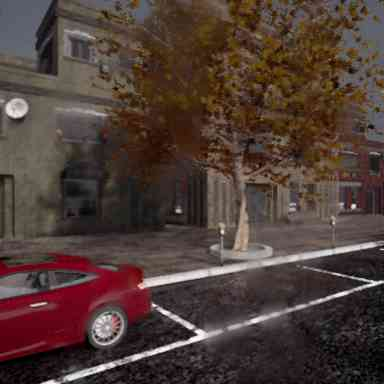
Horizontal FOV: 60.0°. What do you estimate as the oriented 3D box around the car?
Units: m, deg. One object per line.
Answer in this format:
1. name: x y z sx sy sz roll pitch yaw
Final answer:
1. car: -2.596 1.586 4.711 4.206 1.307 1.802 1 -1 -35
